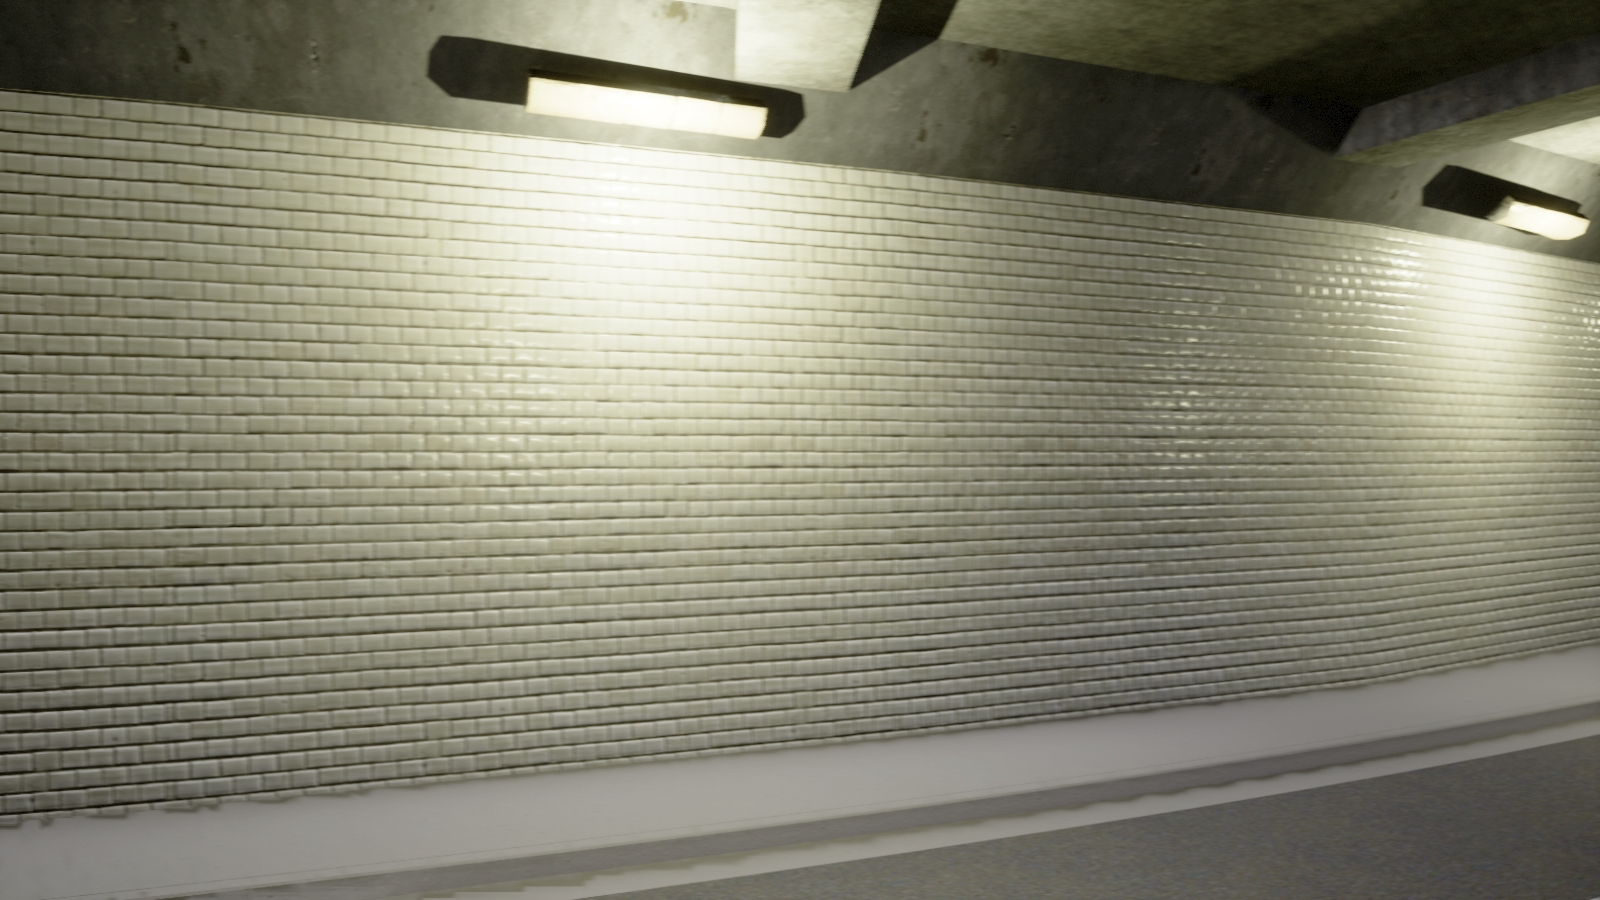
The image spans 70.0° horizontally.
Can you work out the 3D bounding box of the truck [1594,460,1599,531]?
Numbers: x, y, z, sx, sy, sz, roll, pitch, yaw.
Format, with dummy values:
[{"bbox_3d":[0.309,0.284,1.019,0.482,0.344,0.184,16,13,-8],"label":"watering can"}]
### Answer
[{"bbox_3d":[29.007,1.570,37.180,2.627,2.467,5.204,0,0,-1],"label":"truck"}]
